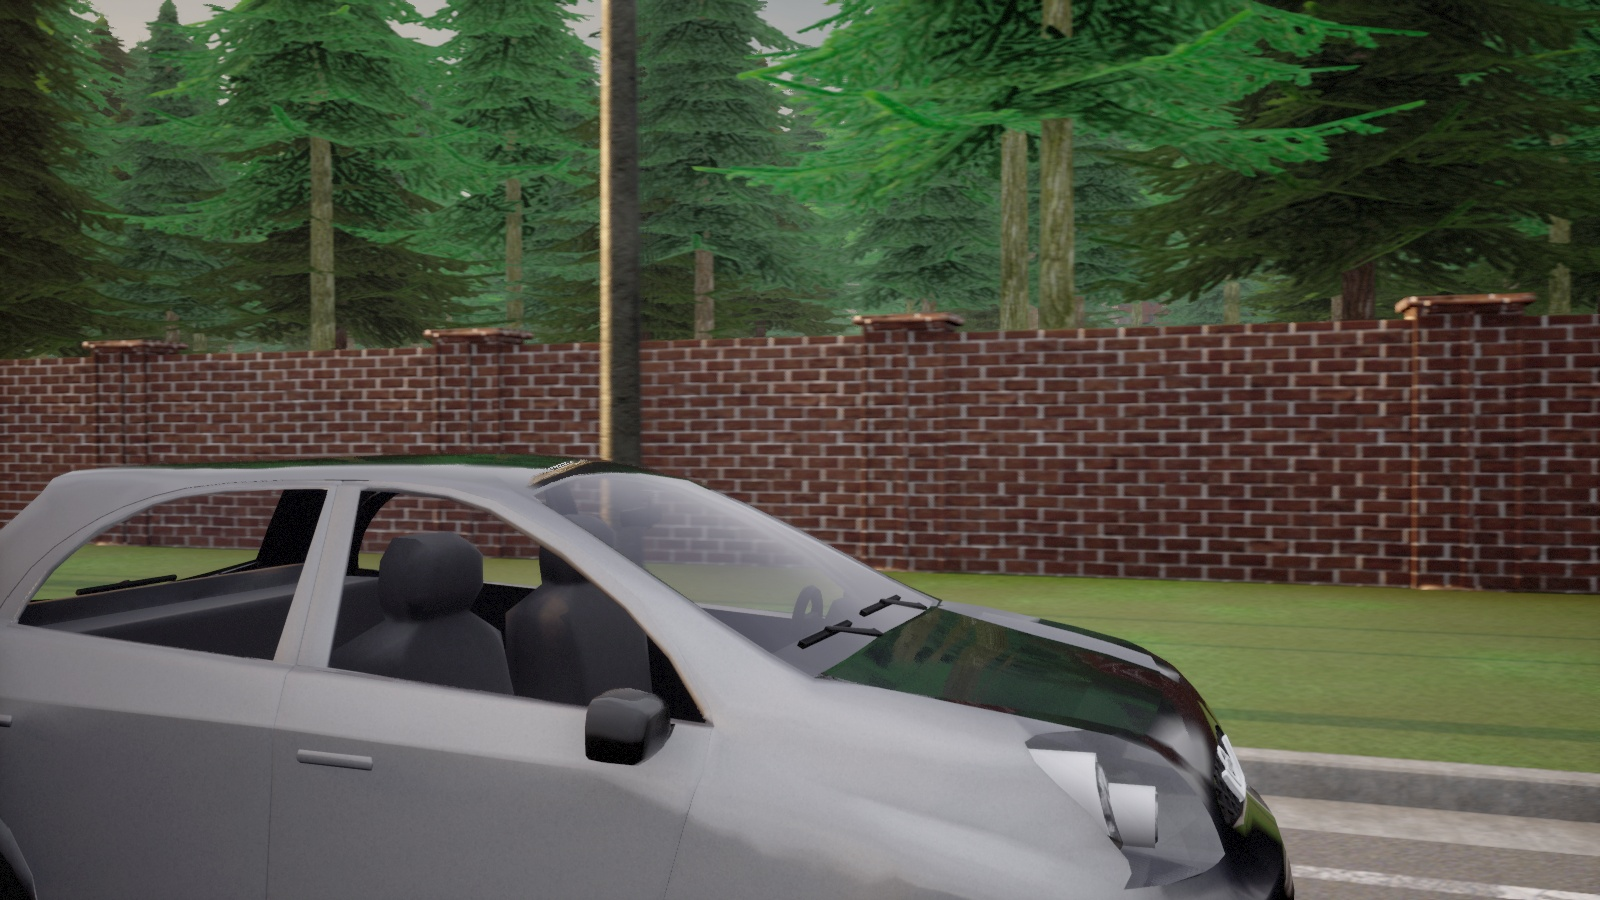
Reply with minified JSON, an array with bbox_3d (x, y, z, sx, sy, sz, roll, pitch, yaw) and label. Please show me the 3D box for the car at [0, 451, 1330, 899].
[{"bbox_3d":[-0.614,0.784,3.400,3.633,1.501,1.845,1,1,19],"label":"car"}]
